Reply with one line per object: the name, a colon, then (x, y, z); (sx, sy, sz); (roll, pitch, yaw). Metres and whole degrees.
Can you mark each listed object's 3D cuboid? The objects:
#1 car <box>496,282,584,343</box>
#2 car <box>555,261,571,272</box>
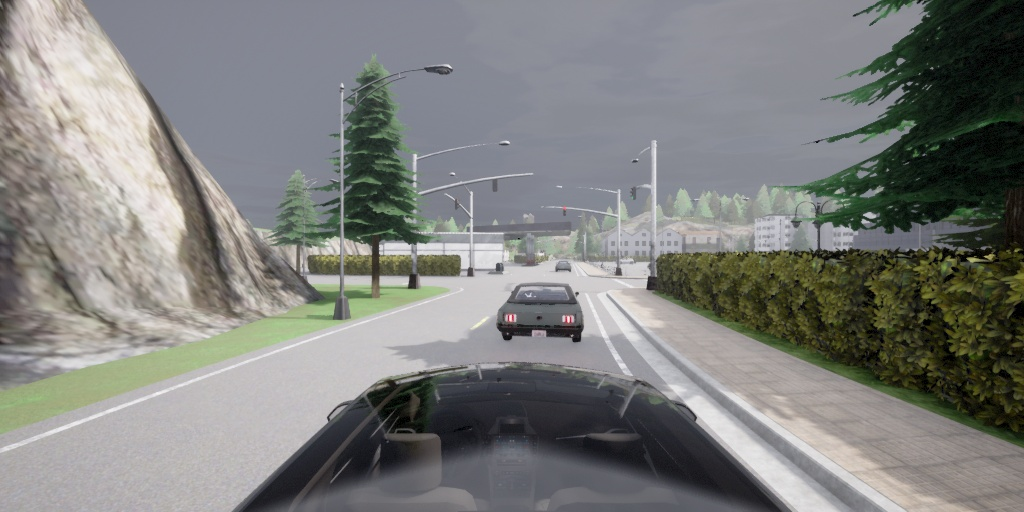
car: (0.883, 1.351, 9.760); (1.895, 1.301, 4.718); (0, 0, 8)
car: (6.568, 1.314, 45.827); (1.994, 1.385, 4.181); (0, 0, 9)
